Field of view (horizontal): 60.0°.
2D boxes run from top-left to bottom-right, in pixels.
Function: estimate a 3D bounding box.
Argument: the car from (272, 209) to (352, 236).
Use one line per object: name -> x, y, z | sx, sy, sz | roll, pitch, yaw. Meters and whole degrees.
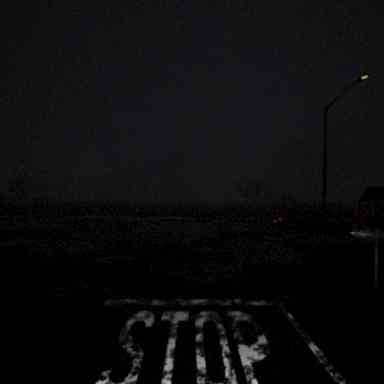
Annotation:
car -> 6.682, 1.647, 18.679 | 4.181, 1.385, 1.994 | 1, 0, 0
